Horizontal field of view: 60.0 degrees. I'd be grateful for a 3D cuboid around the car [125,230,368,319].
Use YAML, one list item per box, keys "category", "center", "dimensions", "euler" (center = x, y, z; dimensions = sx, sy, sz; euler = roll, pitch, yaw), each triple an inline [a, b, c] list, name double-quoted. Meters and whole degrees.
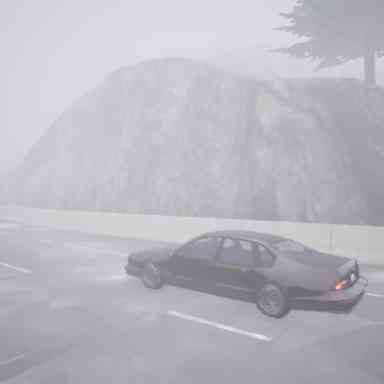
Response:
- category: "car"
  center: [0.894, 1.593, 7.508]
  dimensions: [5.357, 1.411, 2.033]
  euler: [0, 0, 37]
